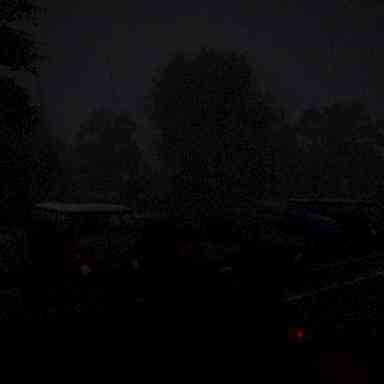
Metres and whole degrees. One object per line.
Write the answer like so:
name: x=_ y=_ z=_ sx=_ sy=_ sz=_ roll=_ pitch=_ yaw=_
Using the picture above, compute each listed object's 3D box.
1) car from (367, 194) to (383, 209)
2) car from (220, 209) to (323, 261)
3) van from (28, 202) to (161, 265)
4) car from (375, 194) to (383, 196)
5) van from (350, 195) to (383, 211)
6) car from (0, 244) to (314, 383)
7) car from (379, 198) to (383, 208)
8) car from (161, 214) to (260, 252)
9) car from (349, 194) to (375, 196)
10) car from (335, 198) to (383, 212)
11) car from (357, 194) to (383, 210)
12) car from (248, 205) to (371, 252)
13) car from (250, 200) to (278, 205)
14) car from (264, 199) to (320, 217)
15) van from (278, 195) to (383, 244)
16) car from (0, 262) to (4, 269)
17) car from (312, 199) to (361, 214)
car: x=27.871 y=1.347 z=46.389 sx=2.435 sy=2.045 sz=5.566 roll=0 pitch=0 yaw=-35
car: x=1.734 y=1.522 z=11.682 sx=2.163 sy=1.488 sz=4.792 roll=0 pitch=0 yaw=-35
van: x=-2.779 y=1.252 z=8.356 sx=1.878 sy=1.987 sz=4.442 roll=0 pitch=0 yaw=-35
car: x=15.428 y=1.286 z=21.450 sx=2.435 sy=2.045 sz=5.566 roll=0 pitch=0 yaw=-35
van: x=23.266 y=1.363 z=43.283 sx=1.878 sy=1.987 sz=4.442 roll=0 pitch=0 yaw=-36
car: x=-1.221 y=1.549 z=2.813 sx=5.357 sy=1.411 sz=2.033 roll=0 pitch=0 yaw=-35
car: x=30.097 y=1.628 z=48.047 sx=2.163 sy=1.488 sz=4.792 roll=0 pitch=0 yaw=-35
car: x=-0.548 y=1.515 z=10.054 sx=2.163 sy=1.488 sz=4.792 roll=0 pitch=0 yaw=-35
car: x=18.798 y=1.322 z=39.988 sx=2.435 sy=2.045 sz=5.566 roll=0 pitch=0 yaw=-36
car: x=20.966 y=1.578 z=41.728 sx=1.946 sy=1.575 sz=5.366 roll=0 pitch=0 yaw=-36
car: x=25.577 y=1.344 z=44.823 sx=2.435 sy=2.045 sz=5.566 roll=0 pitch=0 yaw=-36
car: x=4.003 y=1.500 z=13.329 sx=2.097 sy=1.535 sz=5.008 roll=0 pitch=0 yaw=-35
car: x=7.510 y=1.538 z=31.910 sx=2.231 sy=1.521 sz=4.892 roll=0 pitch=0 yaw=-35
car: x=9.882 y=1.541 z=33.367 sx=1.946 sy=1.575 sz=5.366 roll=0 pitch=0 yaw=-36
van: x=6.350 y=1.282 z=14.867 sx=1.878 sy=1.987 sz=4.442 roll=0 pitch=0 yaw=-35
car: x=-5.146 y=1.500 z=6.846 sx=2.163 sy=1.488 sz=4.792 roll=0 pitch=0 yaw=-35
car: x=16.571 y=1.596 z=38.330 sx=2.163 sy=1.488 sz=4.792 roll=0 pitch=0 yaw=-36
